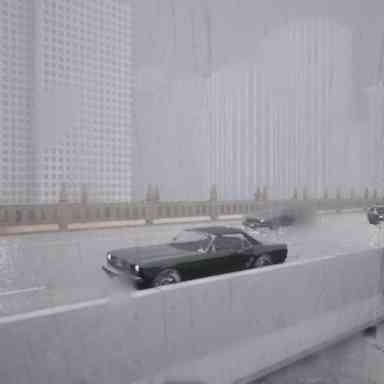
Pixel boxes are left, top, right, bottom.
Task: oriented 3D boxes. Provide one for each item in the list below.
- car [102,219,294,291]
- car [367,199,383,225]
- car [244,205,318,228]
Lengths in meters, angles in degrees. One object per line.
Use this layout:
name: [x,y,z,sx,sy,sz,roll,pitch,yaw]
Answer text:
car: [0.233,1.601,8.455,4.718,1.301,1.895,0,0,-35]
car: [14.294,1.222,22.774,5.566,2.045,2.150,0,0,-35]
car: [5.654,1.548,20.915,5.357,1.411,2.033,0,0,-35]
